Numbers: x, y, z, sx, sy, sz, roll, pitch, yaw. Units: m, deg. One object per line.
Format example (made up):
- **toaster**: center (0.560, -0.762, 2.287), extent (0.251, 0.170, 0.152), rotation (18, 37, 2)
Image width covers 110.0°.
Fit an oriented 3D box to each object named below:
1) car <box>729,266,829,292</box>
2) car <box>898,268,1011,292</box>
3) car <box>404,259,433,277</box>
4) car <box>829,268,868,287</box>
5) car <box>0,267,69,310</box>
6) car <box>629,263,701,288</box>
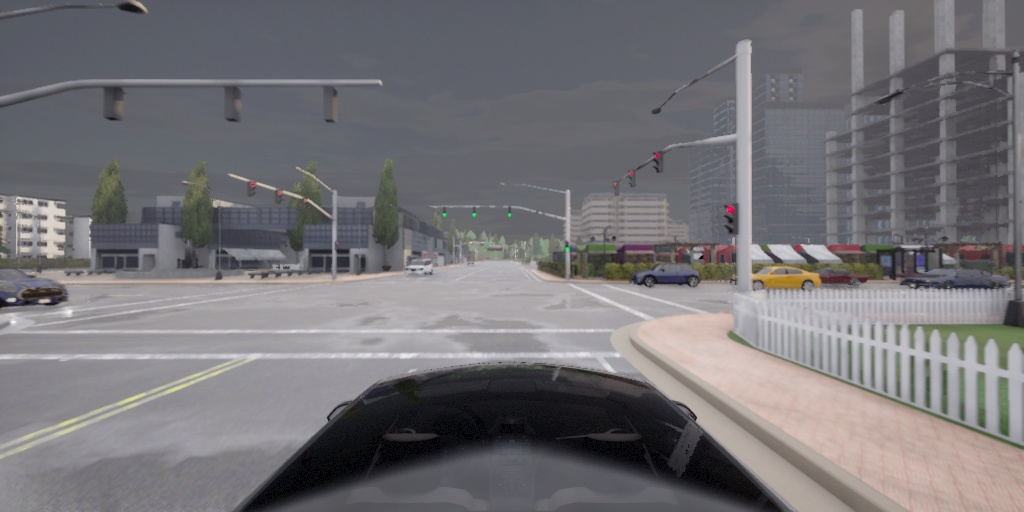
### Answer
- **car**: center (16.140, 1.382, 22.187), extent (5.008, 1.535, 1.882), rotation (0, 0, -1)
- **car**: center (27.694, 1.454, 22.475), extent (5.357, 1.411, 2.033), rotation (0, 0, -1)
- **car**: center (-10.497, 1.382, 40.916), extent (2.150, 2.045, 5.566), rotation (0, 1, 0)
- **car**: center (22.538, 1.533, 25.847), extent (4.718, 1.301, 1.895), rotation (0, 0, -1)
- **car**: center (-20.721, 1.196, 14.176), extent (4.553, 1.767, 2.097), rotation (0, 0, 0)
- **car**: center (10.789, 1.282, 25.557), extent (4.553, 1.767, 2.097), rotation (0, 0, -1)
